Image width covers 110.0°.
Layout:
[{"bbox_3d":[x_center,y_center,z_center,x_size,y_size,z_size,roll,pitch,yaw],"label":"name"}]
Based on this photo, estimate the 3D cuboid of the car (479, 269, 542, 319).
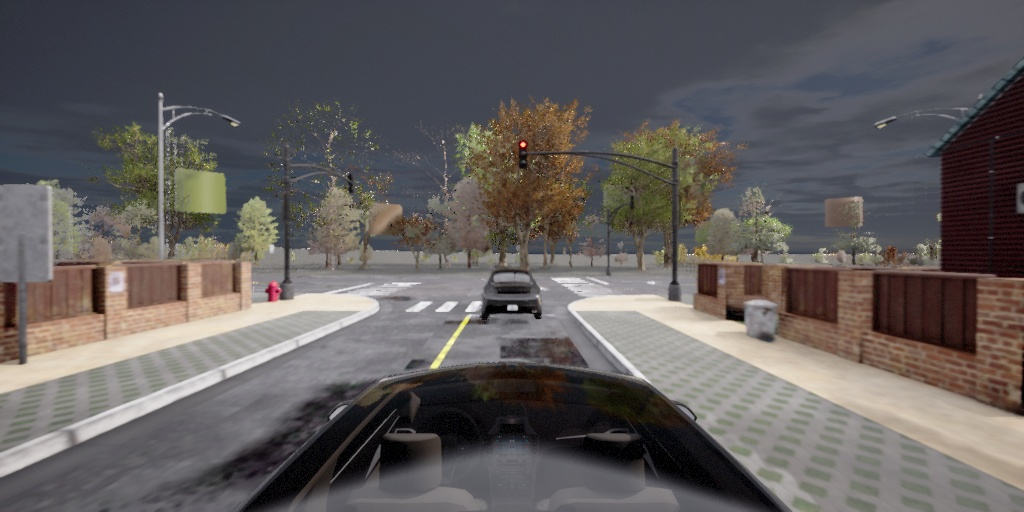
[{"bbox_3d":[-0.067,1.172,12.411,1.837,1.490,4.892,0,1,-2],"label":"car"}]
